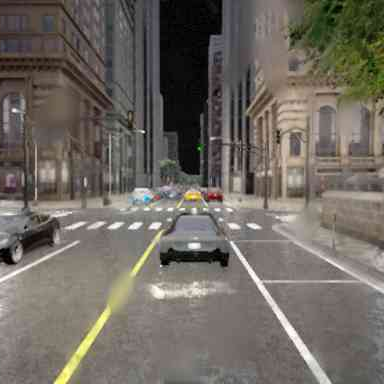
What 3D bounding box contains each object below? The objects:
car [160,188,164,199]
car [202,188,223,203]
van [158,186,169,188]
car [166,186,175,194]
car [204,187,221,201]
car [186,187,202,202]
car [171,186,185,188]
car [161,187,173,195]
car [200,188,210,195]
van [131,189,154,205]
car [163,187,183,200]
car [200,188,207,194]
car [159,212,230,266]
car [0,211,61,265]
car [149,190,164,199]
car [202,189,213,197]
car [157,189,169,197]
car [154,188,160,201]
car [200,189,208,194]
[{"bbox_3d":[-5.653,0.497,48.284,1.887,1.381,4.507,0,1,0],"label":"car"},{"bbox_3d":[2.860,0.380,42.829,2.192,1.841,5.009,0,1,0],"label":"car"},{"bbox_3d":[-5.629,0.068,59.160,1.690,1.788,3.998,0,1,0],"label":"van"},{"bbox_3d":[-5.568,-0.521,86.360,2.192,1.841,5.009,0,1,0],"label":"car"},{"bbox_3d":[2.872,0.267,48.269,2.192,1.841,5.009,0,1,0],"label":"car"},{"bbox_3d":[0.203,0.479,45.873,1.882,1.535,5.008,0,1,0],"label":"car"},{"bbox_3d":[-2.856,0.065,67.005,1.837,1.490,4.892,0,1,0],"label":"car"},{"bbox_3d":[-5.593,-0.296,75.480,2.192,1.841,5.009,0,1,0],"label":"car"},{"bbox_3d":[2.933,-0.171,75.469,1.967,1.590,4.097,0,1,0],"label":"car"},{"bbox_3d":[-5.677,0.522,37.400,1.690,1.788,3.998,0,1,0],"label":"van"},{"bbox_3d":[-2.949,0.390,50.920,2.128,1.511,4.902,0,1,0],"label":"car"},{"bbox_3d":[2.957,-0.292,86.350,1.887,1.381,4.507,0,1,0],"label":"car"},{"bbox_3d":[0.098,1.324,10.679,1.994,1.385,4.181,0,1,1],"label":"car"},{"bbox_3d":[-5.736,1.325,10.754,1.947,1.339,4.313,0,1,0],"label":"car"},{"bbox_3d":[-5.641,0.405,53.724,1.947,1.339,4.313,0,1,0],"label":"car"},{"bbox_3d":[2.908,0.164,64.593,2.008,1.369,4.403,0,1,0],"label":"car"},{"bbox_3d":[-5.617,0.159,64.605,1.887,1.381,4.507,0,1,0],"label":"car"},{"bbox_3d":[-5.665,0.506,42.842,1.967,1.590,4.097,0,1,0],"label":"car"},{"bbox_3d":[2.945,-0.142,80.912,1.802,1.307,4.206,0,1,0],"label":"car"}]
